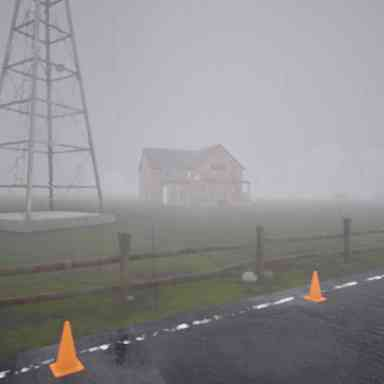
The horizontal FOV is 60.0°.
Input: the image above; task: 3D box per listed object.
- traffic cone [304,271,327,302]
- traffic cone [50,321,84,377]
[{"bbox_3d":[2.623,1.980,7.077,0.340,0.580,0.340,0,0,-33],"label":"traffic cone"},{"bbox_3d":[-1.594,1.952,4.248,0.340,0.580,0.340,0,0,-35],"label":"traffic cone"}]
